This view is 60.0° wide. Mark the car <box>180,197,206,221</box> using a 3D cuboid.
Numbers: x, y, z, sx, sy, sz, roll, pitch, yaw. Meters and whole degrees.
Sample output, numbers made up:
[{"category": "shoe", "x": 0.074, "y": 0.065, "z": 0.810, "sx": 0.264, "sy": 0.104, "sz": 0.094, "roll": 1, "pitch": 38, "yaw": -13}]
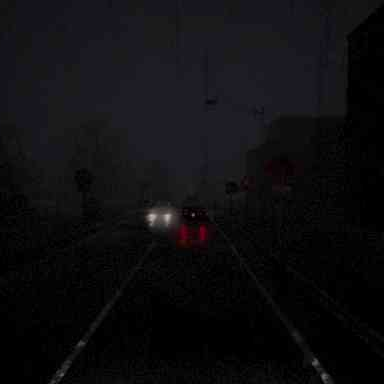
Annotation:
[{"category": "car", "x": 0.082, "y": 1.388, "z": 25.555, "sx": 1.812, "sy": 1.442, "sz": 4.674, "roll": 0, "pitch": 1, "yaw": 0}]

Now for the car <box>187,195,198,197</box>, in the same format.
[{"category": "car", "x": 0.072, "y": 1.120, "z": 41.321, "sx": 2.128, "sy": 1.511, "sz": 4.902, "roll": 0, "pitch": 1, "yaw": 0}]

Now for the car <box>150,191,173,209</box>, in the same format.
[{"category": "car", "x": -3.323, "y": 0.865, "z": 36.816, "sx": 2.150, "sy": 2.045, "sz": 5.566, "roll": 0, "pitch": -2, "yaw": 0}]
